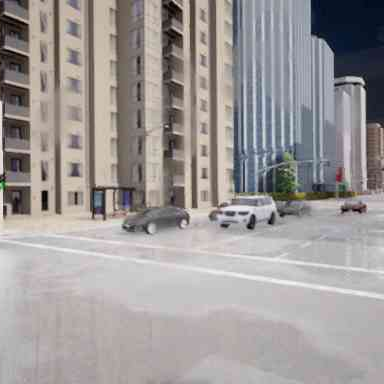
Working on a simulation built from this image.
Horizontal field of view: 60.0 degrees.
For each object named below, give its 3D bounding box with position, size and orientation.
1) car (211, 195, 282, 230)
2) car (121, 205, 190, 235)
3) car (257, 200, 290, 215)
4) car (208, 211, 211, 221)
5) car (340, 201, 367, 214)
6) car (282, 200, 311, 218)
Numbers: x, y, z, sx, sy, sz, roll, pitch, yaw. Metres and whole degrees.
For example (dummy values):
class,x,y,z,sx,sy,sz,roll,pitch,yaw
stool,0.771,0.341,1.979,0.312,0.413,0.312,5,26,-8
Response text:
class,x,y,z,sx,sy,sz,roll,pitch,yaw
car,3.797,1.266,22.167,2.150,2.045,5.566,-1,0,35
car,-2.055,1.602,19.907,1.837,1.490,4.892,-1,0,36
car,8.775,1.579,35.429,1.994,1.385,4.181,-1,0,35
car,3.123,1.583,27.311,1.812,1.442,4.674,-1,0,35
car,16.816,1.538,34.461,1.895,1.301,4.718,-1,0,35
car,9.414,1.506,30.237,1.837,1.490,4.892,-1,0,35
